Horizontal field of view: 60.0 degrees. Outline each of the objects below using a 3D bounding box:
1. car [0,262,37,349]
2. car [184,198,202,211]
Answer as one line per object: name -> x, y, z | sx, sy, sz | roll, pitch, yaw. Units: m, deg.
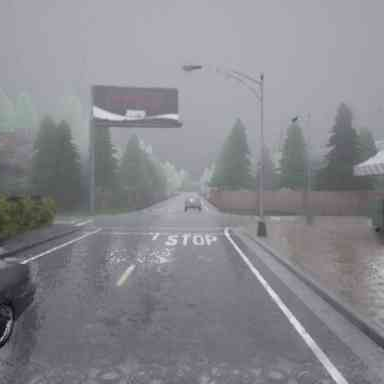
car -> -3.584, 1.529, 3.378 | 2.033, 1.411, 5.357 | 0, 0, 0
car -> 0.105, 1.342, 38.088 | 2.033, 1.411, 5.357 | 0, 0, 0
